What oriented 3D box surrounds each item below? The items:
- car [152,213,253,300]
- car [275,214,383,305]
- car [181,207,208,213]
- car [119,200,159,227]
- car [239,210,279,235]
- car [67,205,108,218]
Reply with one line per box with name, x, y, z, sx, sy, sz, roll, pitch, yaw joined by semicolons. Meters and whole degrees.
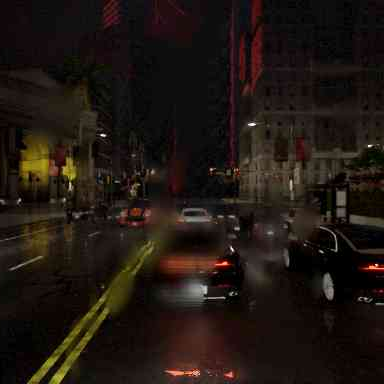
car;0.120;1.505;8.378;1.837;1.490;4.892;0;0;0
car;3.623;1.505;8.050;1.837;1.490;4.892;0;0;0
car;0.118;1.525;17.478;1.812;1.442;4.674;0;0;0
car;-3.475;1.349;22.473;2.097;1.767;4.553;0;0;0
car;3.622;1.601;17.372;1.895;1.301;4.718;0;0;0
car;-6.973;1.243;22.681;2.128;1.511;4.902;0;0;0
